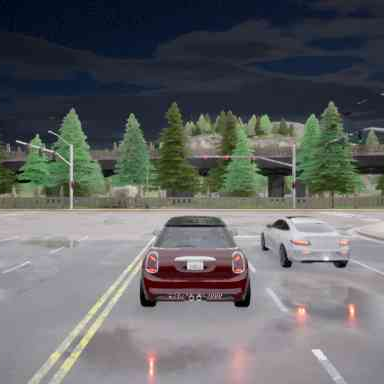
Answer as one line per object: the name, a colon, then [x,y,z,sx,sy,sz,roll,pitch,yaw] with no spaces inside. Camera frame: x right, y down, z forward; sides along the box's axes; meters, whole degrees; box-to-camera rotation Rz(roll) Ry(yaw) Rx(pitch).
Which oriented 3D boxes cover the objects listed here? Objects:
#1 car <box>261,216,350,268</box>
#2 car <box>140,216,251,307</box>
car: [3.595,1.526,11.183,1.812,1.442,4.674,0,0,0]
car: [0.078,1.352,8.136,2.097,1.767,4.553,0,0,1]
